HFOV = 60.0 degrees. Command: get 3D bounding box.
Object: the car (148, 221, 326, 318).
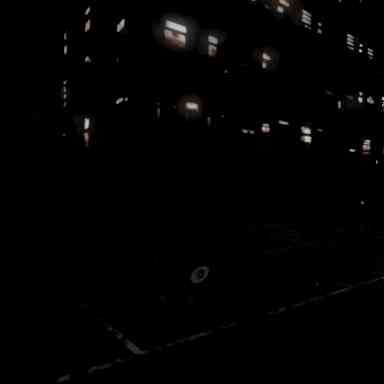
[{"bbox_3d":[1.073,1.430,7.332,4.097,1.590,1.967,0,1,-35],"label":"car"}]
